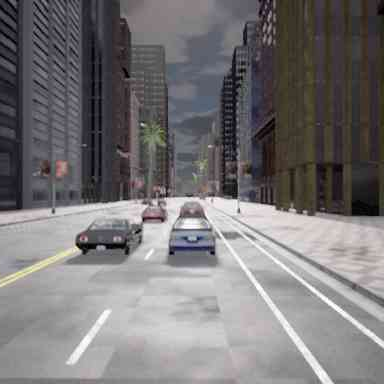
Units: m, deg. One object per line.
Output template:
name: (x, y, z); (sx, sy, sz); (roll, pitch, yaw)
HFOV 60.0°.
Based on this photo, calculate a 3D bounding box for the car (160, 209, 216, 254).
car: (0.006, 1.679, 13.990); (2.033, 1.411, 5.357); (0, -1, 0)

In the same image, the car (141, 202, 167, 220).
car: (-3.237, 1.839, 29.315); (1.994, 1.385, 4.181); (0, 0, 0)

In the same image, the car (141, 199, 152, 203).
car: (-9.728, 2.267, 71.762); (1.895, 1.301, 4.718); (0, -1, 0)

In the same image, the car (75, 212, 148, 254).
car: (-3.244, 1.733, 14.104); (1.895, 1.301, 4.718); (0, 0, 0)

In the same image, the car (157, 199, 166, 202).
car: (-6.478, 2.212, 71.791); (2.033, 1.411, 5.357); (0, -1, 0)

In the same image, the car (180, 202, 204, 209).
car: (0.011, 1.623, 29.068); (2.097, 1.767, 4.553); (0, -1, 0)
